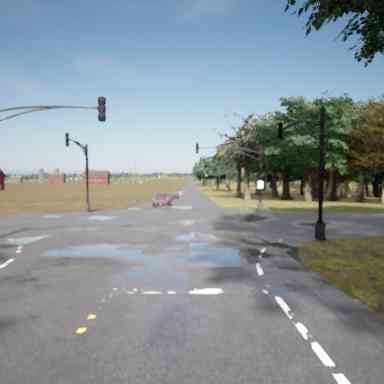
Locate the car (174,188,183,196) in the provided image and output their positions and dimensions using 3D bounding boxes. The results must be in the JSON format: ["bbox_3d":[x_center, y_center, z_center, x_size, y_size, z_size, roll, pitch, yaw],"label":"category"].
[{"bbox_3d":[-3.265,0.013,82.516,2.097,1.767,4.553,0,1,0],"label":"car"}]

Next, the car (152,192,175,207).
[{"bbox_3d":[-3.440,0.782,38.916,2.097,1.767,4.553,0,0,0],"label":"car"}]

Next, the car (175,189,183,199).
[{"bbox_3d":[-3.348,0.622,62.241,2.033,1.411,5.357,0,1,0],"label":"car"}]
